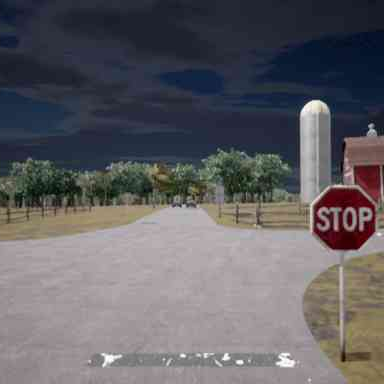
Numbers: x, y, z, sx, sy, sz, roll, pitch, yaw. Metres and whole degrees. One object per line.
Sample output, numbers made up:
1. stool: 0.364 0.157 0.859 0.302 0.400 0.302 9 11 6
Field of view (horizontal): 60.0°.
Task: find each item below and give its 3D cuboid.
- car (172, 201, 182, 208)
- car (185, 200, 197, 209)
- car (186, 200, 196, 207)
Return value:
1. car: -2.900 2.376 65.228 2.033 1.411 5.357 0 -1 0
2. car: -0.139 2.242 60.626 1.837 1.490 4.892 0 -1 0
3. car: -0.163 2.469 71.055 1.994 1.385 4.181 0 -1 0
